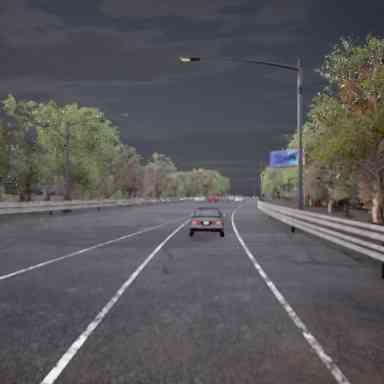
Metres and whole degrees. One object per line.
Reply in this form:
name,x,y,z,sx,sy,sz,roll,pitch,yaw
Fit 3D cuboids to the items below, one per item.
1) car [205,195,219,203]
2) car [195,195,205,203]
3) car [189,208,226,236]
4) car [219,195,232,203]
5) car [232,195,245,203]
car,5.583,1.812,88.646,2.150,2.045,5.566,0,-1,11
car,2.150,1.806,89.329,2.150,2.045,5.566,0,-1,11
car,0.893,1.586,18.768,2.033,1.411,5.357,0,0,4
car,9.010,2.117,87.930,2.128,1.511,4.902,0,-1,11
car,12.447,1.823,87.279,2.150,2.045,5.566,0,-1,11
